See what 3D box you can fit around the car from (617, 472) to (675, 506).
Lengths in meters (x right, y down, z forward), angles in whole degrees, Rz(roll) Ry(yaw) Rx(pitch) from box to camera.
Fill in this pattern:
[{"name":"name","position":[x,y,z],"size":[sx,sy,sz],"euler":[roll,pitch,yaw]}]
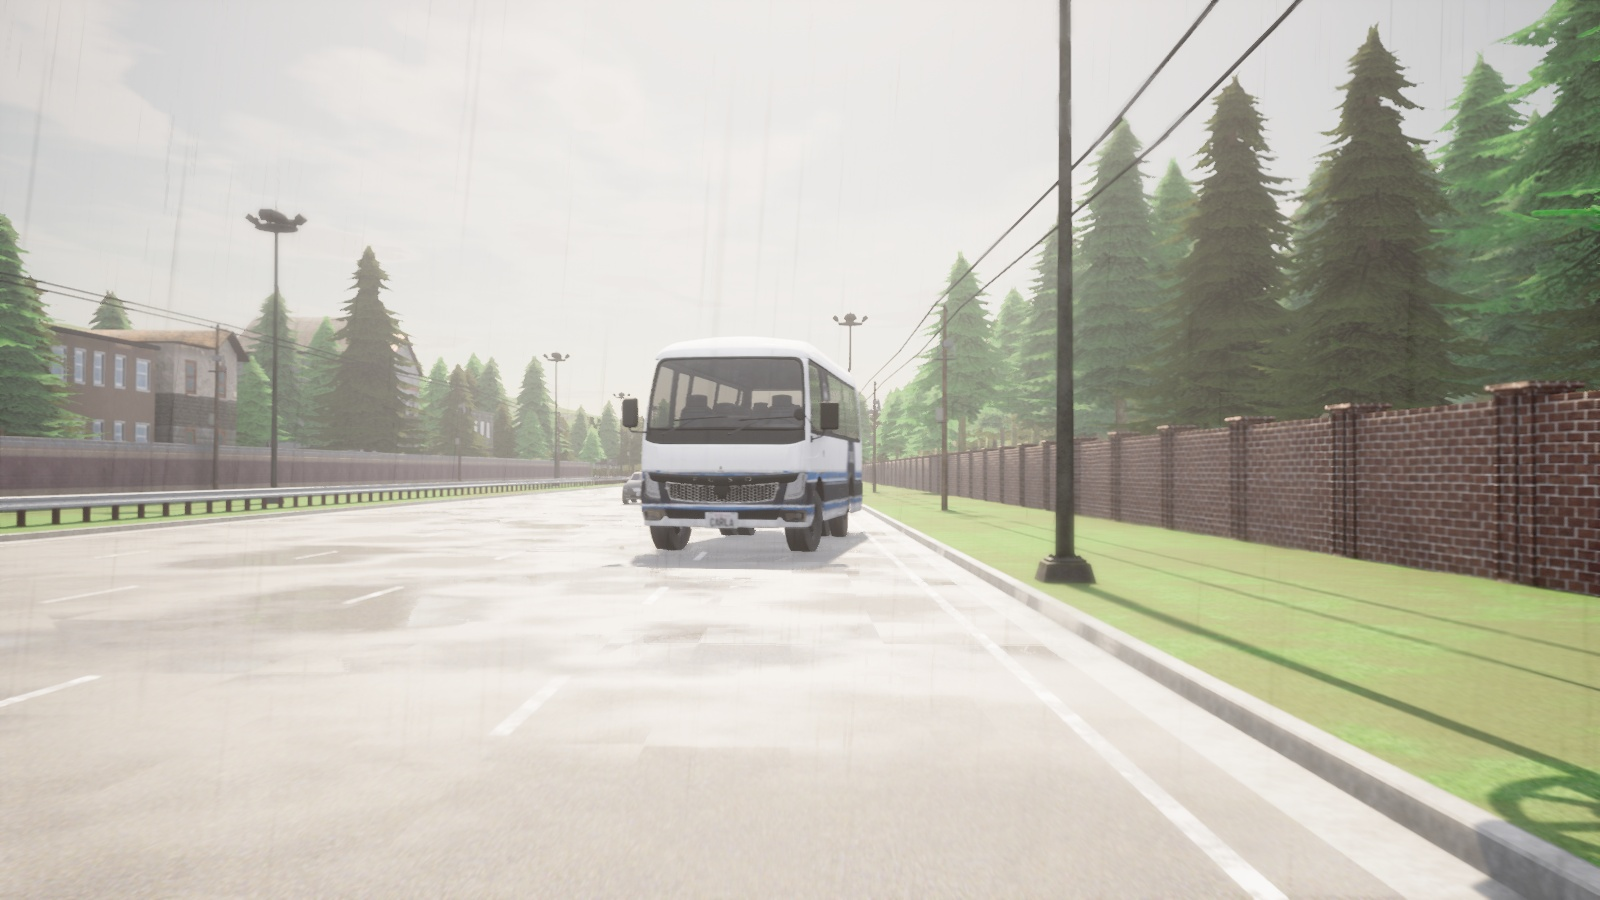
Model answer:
[{"name":"car","position":[-7.142,1.784,58.711],"size":[2.128,1.511,4.902],"euler":[0,-1,0]}]

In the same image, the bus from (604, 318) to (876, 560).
[{"name":"bus","position":[-0.784,-0.100,27.380],"size":[3.944,4.253,10.273],"euler":[0,-1,9]}]
